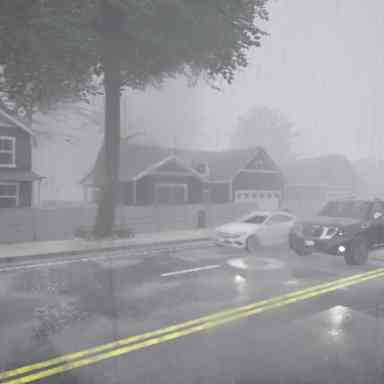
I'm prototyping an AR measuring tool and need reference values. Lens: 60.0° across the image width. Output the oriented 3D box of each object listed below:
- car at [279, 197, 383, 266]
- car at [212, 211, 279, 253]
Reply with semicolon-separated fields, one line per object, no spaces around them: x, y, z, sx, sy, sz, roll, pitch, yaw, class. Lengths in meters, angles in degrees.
5.879;1.221;11.875;5.566;2.045;2.150;0;0;-36;car
2.983;1.525;13.801;4.674;1.442;1.812;0;0;-35;car
